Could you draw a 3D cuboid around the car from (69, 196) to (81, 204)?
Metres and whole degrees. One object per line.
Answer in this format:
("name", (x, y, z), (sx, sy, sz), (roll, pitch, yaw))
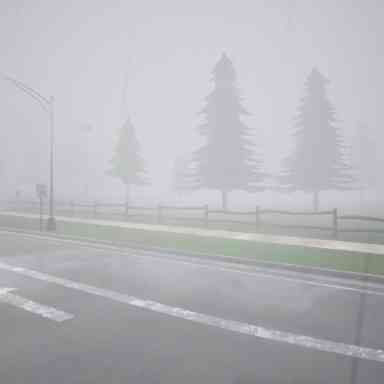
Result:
("car", (-18.374, 1.526, 58.045), (1.812, 1.442, 4.674), (0, 0, 35))

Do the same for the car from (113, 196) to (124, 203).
("car", (-14.750, 1.552, 69.149), (1.994, 1.385, 4.181), (0, 0, 35))

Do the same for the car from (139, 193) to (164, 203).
("car", (-7.740, 1.353, 66.997), (2.097, 1.767, 4.553), (0, 0, 36))

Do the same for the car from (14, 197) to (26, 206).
("car", (-23.753, 1.601, 50.415), (1.895, 1.301, 4.718), (0, 0, 35))

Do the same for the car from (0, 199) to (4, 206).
("car", (-29.691, 1.564, 54.141), (1.994, 1.385, 4.181), (0, 0, 34))

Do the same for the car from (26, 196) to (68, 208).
("car", (-20.963, 1.352, 48.305), (2.097, 1.767, 4.553), (0, 0, 35))

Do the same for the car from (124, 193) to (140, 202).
("car", (-10.705, 1.221, 68.818), (2.150, 2.045, 5.566), (0, 0, 35))

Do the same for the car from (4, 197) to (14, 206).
("car", (-26.501, 1.526, 52.590), (1.812, 1.442, 4.674), (0, 0, 35))

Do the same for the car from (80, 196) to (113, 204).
("car", (-15.841, 1.564, 55.582), (1.994, 1.385, 4.181), (0, 0, 35))

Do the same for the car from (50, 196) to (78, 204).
("car", (-23.884, 1.526, 62.316), (1.812, 1.442, 4.674), (0, 0, 36))

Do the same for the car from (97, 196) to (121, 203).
("car", (-17.689, 1.595, 71.054), (1.895, 1.301, 4.718), (0, 0, 35))
